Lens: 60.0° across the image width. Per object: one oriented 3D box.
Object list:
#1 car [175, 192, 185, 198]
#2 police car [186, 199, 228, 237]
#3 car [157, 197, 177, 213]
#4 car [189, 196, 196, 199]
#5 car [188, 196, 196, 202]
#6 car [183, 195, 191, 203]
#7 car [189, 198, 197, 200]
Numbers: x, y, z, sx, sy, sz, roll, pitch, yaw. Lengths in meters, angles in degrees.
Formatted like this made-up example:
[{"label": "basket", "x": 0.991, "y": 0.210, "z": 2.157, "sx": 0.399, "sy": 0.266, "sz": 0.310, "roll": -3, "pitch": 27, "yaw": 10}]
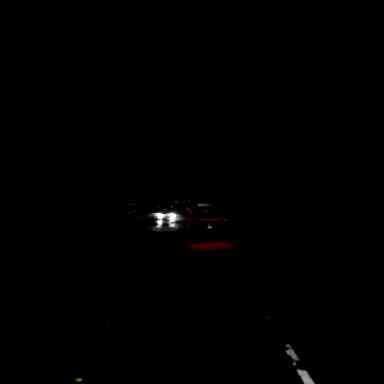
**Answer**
[{"label": "car", "x": -2.751, "y": 0.973, "z": 79.041, "sx": 2.150, "sy": 2.045, "sz": 5.566, "roll": 0, "pitch": 0, "yaw": 0}, {"label": "police car", "x": 0.825, "y": 1.420, "z": 18.022, "sx": 1.930, "sy": 1.638, "sz": 5.238, "roll": 0, "pitch": 0, "yaw": 0}, {"label": "car", "x": -2.846, "y": 1.602, "z": 37.670, "sx": 1.895, "sy": 1.301, "sz": 4.718, "roll": 0, "pitch": 0, "yaw": 0}, {"label": "car", "x": 0.825, "y": 1.504, "z": 33.912, "sx": 1.837, "sy": 1.490, "sz": 4.892, "roll": 0, "pitch": 0, "yaw": 0}, {"label": "car", "x": -0.001, "y": 1.502, "z": 74.466, "sx": 1.895, "sy": 1.301, "sz": 4.718, "roll": 0, "pitch": 0, "yaw": 0}, {"label": "car", "x": 0.000, "y": 1.505, "z": 51.577, "sx": 2.128, "sy": 1.511, "sz": 4.902, "roll": 0, "pitch": 0, "yaw": 0}, {"label": "car", "x": 0.825, "y": 1.523, "z": 27.912, "sx": 1.812, "sy": 1.442, "sz": 4.674, "roll": 0, "pitch": 0, "yaw": 0}]
